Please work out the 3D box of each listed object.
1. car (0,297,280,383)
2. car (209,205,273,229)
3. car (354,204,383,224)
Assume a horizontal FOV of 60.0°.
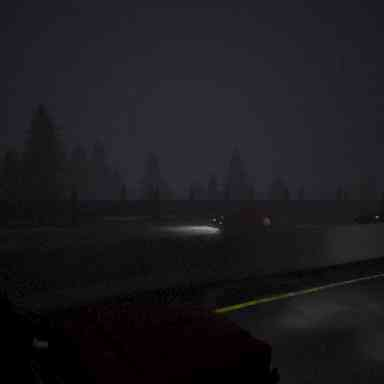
[{"bbox_3d":[-1.520,1.591,2.550,4.718,1.301,1.895,0,0,-35],"label":"car"},{"bbox_3d":[3.194,1.567,21.729,4.181,1.385,1.994,0,0,-27],"label":"car"},{"bbox_3d":[13.275,1.528,22.440,5.008,1.535,1.882,0,0,-21],"label":"car"}]
